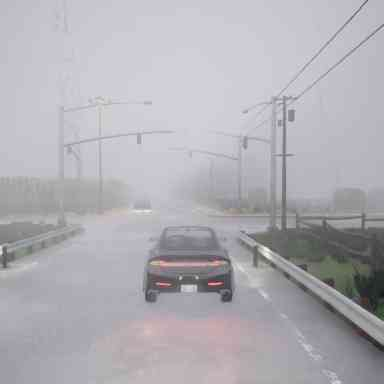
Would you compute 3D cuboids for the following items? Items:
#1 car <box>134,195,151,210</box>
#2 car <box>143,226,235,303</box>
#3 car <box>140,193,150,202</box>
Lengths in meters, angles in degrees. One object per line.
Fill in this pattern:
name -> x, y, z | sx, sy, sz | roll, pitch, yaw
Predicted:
car -> -6.230, 1.492, 42.035 | 1.994, 1.385, 4.181 | 0, 1, -7
car -> -0.095, 1.614, 8.487 | 2.128, 1.511, 4.902 | 0, -2, -1
car -> -8.731, 1.076, 62.122 | 1.837, 1.490, 4.892 | 0, 1, -7
